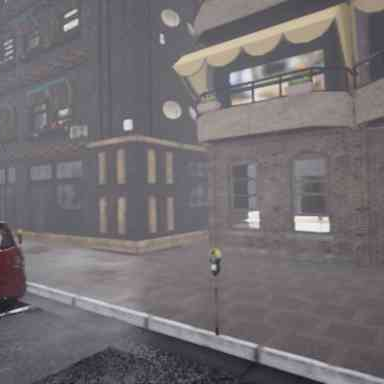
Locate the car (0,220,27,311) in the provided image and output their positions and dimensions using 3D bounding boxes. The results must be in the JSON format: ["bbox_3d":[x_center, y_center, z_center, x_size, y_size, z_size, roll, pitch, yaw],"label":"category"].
[{"bbox_3d":[-5.335,1.405,6.688,5.009,1.841,2.192,-1,-1,35],"label":"car"}]
